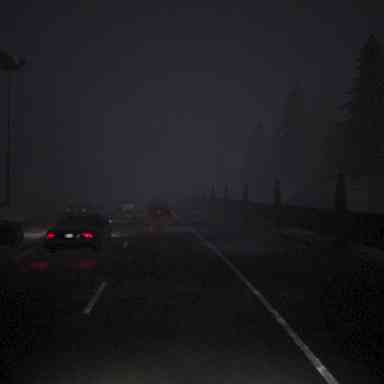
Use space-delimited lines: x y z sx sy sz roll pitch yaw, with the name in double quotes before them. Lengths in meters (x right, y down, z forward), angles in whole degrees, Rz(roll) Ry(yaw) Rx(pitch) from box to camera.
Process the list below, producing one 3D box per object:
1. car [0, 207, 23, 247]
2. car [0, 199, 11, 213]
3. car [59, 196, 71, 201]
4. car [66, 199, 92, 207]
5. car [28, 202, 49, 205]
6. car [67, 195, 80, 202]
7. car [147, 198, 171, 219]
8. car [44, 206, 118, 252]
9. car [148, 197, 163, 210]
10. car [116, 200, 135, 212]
"car" -7.867 1.501 12.111 2.128 1.511 4.902 0 0 -6
"car" -21.652 1.516 35.955 2.128 1.511 4.902 0 0 -7
"car" -31.032 1.564 81.378 1.895 1.301 4.718 0 0 -7
"car" -10.169 1.601 30.619 1.895 1.301 4.718 0 0 -7
"car" -18.752 1.519 40.792 1.837 1.490 4.892 0 0 -7
"car" -26.718 1.527 75.390 1.812 1.442 4.674 0 0 -7
"car" -2.948 1.461 29.328 1.882 1.535 5.008 0 0 -7
"car" -4.497 1.547 13.846 2.033 1.411 5.357 0 0 -7
"car" -4.756 1.454 43.093 1.882 1.535 5.008 0 0 -7
"car" -7.683 1.588 38.599 1.895 1.301 4.718 0 0 -7
